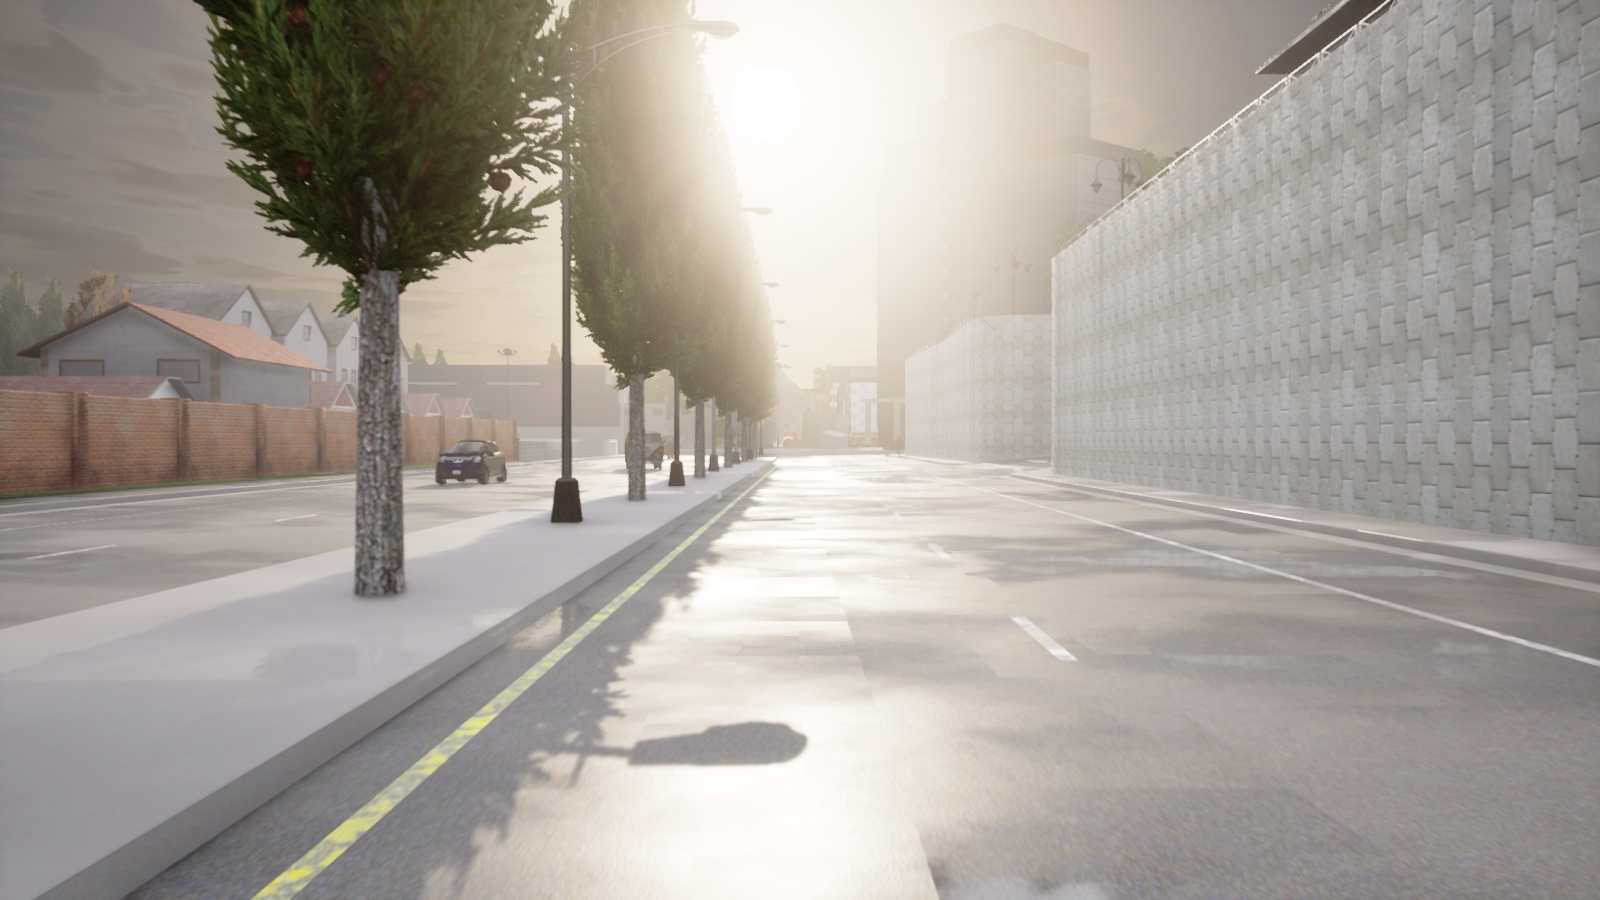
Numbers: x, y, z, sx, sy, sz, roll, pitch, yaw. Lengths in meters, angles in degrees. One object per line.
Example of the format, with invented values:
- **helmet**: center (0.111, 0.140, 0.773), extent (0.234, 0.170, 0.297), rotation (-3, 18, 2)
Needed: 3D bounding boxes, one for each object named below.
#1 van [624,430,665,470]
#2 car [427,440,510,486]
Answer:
- **van**: center (-7.969, -0.014, 64.061), extent (1.775, 1.987, 4.442), rotation (0, 0, -11)
- **car**: center (-11.254, 0.407, 42.856), extent (1.845, 1.501, 3.633), rotation (0, 0, 0)
